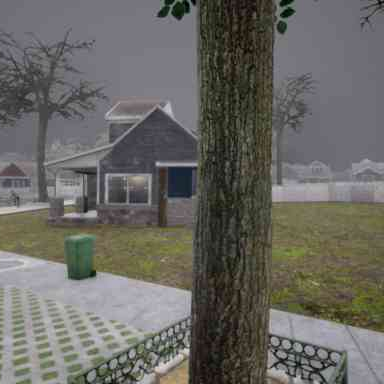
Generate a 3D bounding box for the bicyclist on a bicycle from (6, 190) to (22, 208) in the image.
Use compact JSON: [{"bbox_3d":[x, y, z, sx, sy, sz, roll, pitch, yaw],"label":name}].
[{"bbox_3d":[-16.915,0.686,31.579,1.656,1.620,0.582,1,2,11],"label":"bicyclist on a bicycle"}]
